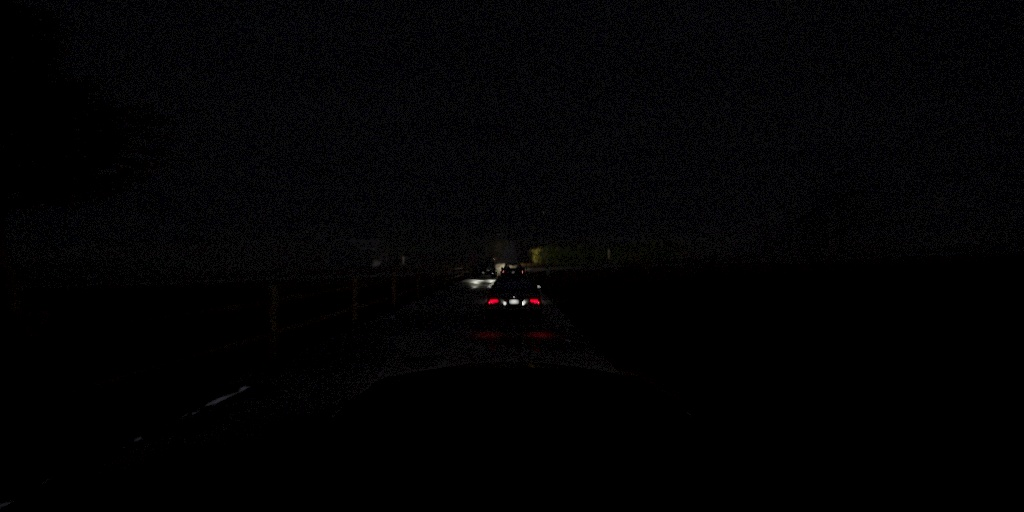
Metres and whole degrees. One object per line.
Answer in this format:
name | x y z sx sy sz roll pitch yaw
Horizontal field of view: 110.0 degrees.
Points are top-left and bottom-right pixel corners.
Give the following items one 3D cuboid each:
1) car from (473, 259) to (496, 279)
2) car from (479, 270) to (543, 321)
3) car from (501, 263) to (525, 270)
car | -2.822 1.288 37.943 2.150 2.045 5.566 0 0 0
car | 0.073 1.404 12.951 2.033 1.411 5.357 0 0 0
car | 0.091 1.366 31.111 2.097 1.767 4.553 0 0 0
